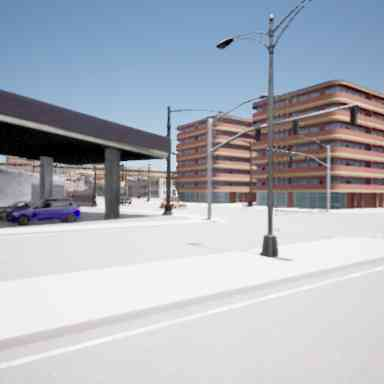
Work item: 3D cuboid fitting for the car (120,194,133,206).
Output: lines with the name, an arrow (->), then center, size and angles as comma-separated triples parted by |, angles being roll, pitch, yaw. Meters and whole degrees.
car -> -12.867, 1.399, 60.708 | 2.150, 2.045, 5.566 | 1, 0, -36

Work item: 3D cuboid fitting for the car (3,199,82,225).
car -> -10.015, 1.328, 22.777 | 4.611, 1.667, 2.242 | 1, 0, -35

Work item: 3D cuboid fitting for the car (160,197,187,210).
car -> -2.576, 1.542, 46.682 | 2.097, 1.767, 4.553 | 1, 0, -36

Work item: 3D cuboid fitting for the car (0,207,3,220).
car -> -13.972, 1.481, 27.012 | 3.806, 1.475, 1.970 | 1, 0, -35
